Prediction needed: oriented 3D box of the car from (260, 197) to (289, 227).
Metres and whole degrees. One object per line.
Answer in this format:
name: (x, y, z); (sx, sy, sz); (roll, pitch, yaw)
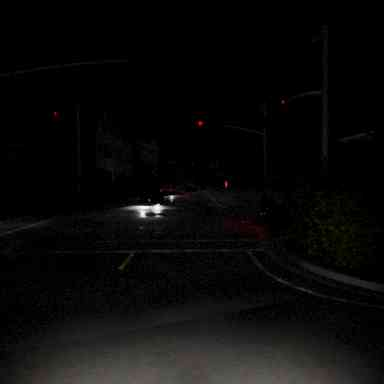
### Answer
car: (5.915, 0.966, 17.252); (4.674, 1.442, 1.812); (0, 3, 1)

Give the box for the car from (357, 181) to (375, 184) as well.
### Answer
car: (19.012, -0.188, 34.243); (1.905, 1.878, 3.866); (-1, 2, 0)

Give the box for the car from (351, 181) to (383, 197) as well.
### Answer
car: (22.255, -0.476, 42.123); (1.932, 1.855, 4.605); (-1, 2, 0)

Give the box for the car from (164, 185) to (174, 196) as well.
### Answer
car: (-3.743, -0.280, 49.793); (1.882, 1.535, 5.008); (-1, 2, 0)

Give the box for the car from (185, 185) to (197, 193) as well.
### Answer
car: (-0.178, -0.580, 58.719); (1.812, 1.442, 4.674); (-1, 2, 0)

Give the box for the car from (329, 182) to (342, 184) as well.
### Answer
car: (25.299, -1.057, 59.514); (2.152, 1.636, 5.027); (-1, 2, 0)

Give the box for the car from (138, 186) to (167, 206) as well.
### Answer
car: (-3.699, 0.471, 30.706); (1.994, 1.385, 4.181); (-1, 2, 0)

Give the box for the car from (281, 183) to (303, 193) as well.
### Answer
car: (15.262, -0.548, 52.100); (2.007, 1.523, 4.514); (-1, 2, 0)
